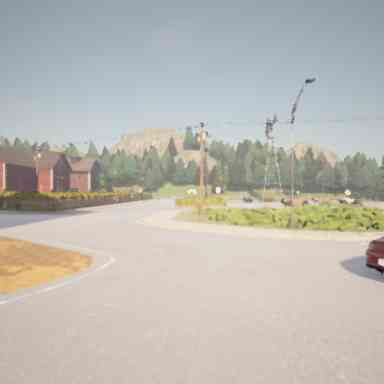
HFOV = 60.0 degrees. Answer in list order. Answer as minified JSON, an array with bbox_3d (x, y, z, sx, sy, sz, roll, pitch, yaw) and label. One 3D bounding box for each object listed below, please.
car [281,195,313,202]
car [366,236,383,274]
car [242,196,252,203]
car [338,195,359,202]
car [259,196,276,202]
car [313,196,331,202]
[{"bbox_3d":[17.111,1.437,55.337,4.605,1.855,1.932,0,0,2],"label":"car"},{"bbox_3d":[6.824,1.556,8.853,4.674,1.442,1.812,0,-1,-20],"label":"car"},{"bbox_3d":[12.737,1.679,76.754,2.033,1.411,5.357,0,0,2],"label":"car"},{"bbox_3d":[30.694,1.496,65.085,3.866,1.878,1.905,0,0,2],"label":"car"},{"bbox_3d":[17.672,1.678,77.810,3.905,1.438,1.784,0,0,2],"label":"car"},{"bbox_3d":[30.569,1.705,78.578,4.193,1.474,1.816,0,0,2],"label":"car"}]
